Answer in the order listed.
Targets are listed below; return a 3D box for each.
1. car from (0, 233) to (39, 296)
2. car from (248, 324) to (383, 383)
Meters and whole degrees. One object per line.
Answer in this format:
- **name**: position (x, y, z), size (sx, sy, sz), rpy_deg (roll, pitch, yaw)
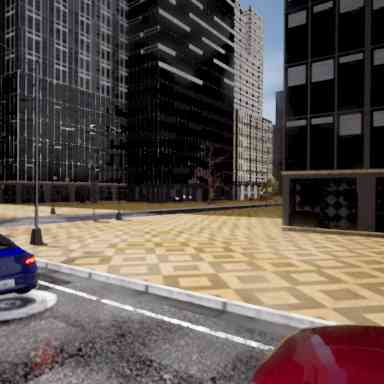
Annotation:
- **car**: position (-5.252, 1.517, 7.427), size (4.674, 1.442, 1.812), rpy_deg (0, 0, 36)
- **car**: position (2.350, 1.565, 2.000), size (4.181, 1.385, 1.994), rpy_deg (0, 0, 35)
